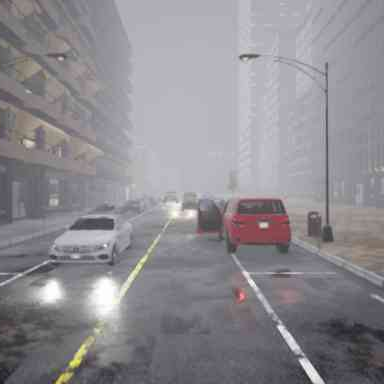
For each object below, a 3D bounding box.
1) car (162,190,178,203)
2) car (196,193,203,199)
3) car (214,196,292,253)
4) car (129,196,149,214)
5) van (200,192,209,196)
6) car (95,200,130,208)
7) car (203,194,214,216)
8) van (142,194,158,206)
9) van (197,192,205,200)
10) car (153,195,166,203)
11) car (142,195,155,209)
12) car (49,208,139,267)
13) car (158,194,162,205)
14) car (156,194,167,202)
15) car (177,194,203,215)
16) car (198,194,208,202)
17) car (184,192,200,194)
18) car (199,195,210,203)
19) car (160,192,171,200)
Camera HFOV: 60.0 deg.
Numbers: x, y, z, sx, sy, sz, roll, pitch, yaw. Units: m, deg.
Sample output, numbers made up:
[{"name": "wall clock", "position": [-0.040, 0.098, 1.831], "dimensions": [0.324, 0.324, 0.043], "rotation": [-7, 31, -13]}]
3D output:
[{"name": "car", "position": [-3.340, 0.708, 52.866], "dimensions": [2.150, 2.045, 5.566], "rotation": [0, 0, 0]}, {"name": "car", "position": [2.085, 1.108, 95.454], "dimensions": [1.752, 1.417, 4.829], "rotation": [1, 0, 0]}, {"name": "car", "position": [2.310, 1.158, 13.453], "dimensions": [2.150, 2.045, 5.566], "rotation": [0, 0, 0]}, {"name": "car", "position": [-5.896, 1.414, 33.966], "dimensions": [1.947, 1.339, 4.313], "rotation": [1, 0, 0]}, {"name": "van", "position": [2.379, 1.113, 50.728], "dimensions": [1.690, 1.788, 3.998], "rotation": [1, 0, 0]}, {"name": "car", "position": [-5.824, 1.443, 22.827], "dimensions": [1.887, 1.381, 4.507], "rotation": [1, 0, 0]}, {"name": "car", "position": [2.486, 1.285, 34.019], "dimensions": [1.967, 1.590, 4.097], "rotation": [1, 0, 0]}, {"name": "van", "position": [-5.965, 1.141, 45.105], "dimensions": [1.690, 1.788, 3.998], "rotation": [1, 0, 0]}, {"name": "van", "position": [2.198, 0.994, 78.576], "dimensions": [1.690, 1.788, 3.998], "rotation": [1, 0, 0]}, {"name": "car", "position": [-6.076, 1.278, 61.813], "dimensions": [2.008, 1.369, 4.403], "rotation": [1, 0, 0]}, {"name": "car", "position": [-5.932, 1.375, 39.536], "dimensions": [2.008, 1.369, 4.403], "rotation": [1, 0, 0]}, {"name": "car", "position": [-3.171, 1.474, 11.361], "dimensions": [1.812, 1.442, 4.674], "rotation": [0, 0, 0]}, {"name": "car", "position": [-6.003, 1.302, 50.505], "dimensions": [1.752, 1.417, 4.829], "rotation": [1, 0, 0]}, {"name": "car", "position": [-6.111, 1.229, 67.214], "dimensions": [1.752, 1.417, 4.829], "rotation": [1, 0, 0]}, {"name": "car", "position": [-0.179, 1.328, 36.358], "dimensions": [2.128, 1.511, 4.902], "rotation": [0, 0, 0]}, {"name": "car", "position": [2.266, 1.224, 67.606], "dimensions": [1.752, 1.417, 4.829], "rotation": [1, 0, 0]}, {"name": "car", "position": [-0.315, 1.001, 49.201], "dimensions": [2.150, 2.045, 5.566], "rotation": [0, 0, 0]}, {"name": "car", "position": [2.303, 1.306, 61.867], "dimensions": [1.802, 1.307, 4.206], "rotation": [1, 0, 0]}, {"name": "car", "position": [-6.182, 0.971, 78.521], "dimensions": [2.192, 1.841, 5.009], "rotation": [1, 0, 0]}]
